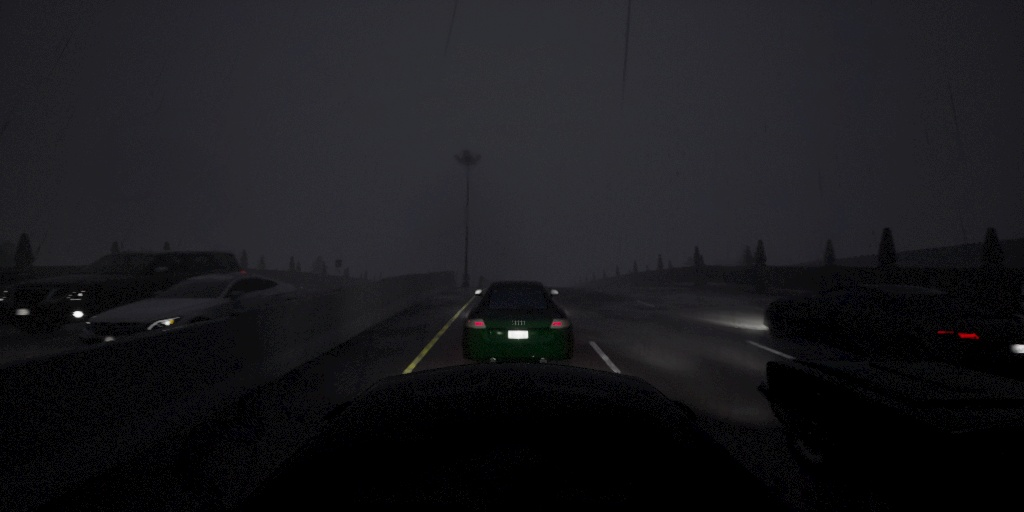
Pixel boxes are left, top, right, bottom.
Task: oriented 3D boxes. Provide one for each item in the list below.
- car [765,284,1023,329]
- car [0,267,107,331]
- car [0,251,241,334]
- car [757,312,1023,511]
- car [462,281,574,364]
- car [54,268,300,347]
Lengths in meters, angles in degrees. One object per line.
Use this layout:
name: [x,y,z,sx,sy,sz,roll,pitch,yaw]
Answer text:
car: [7.100,1.230,7.001,1.994,1.385,4.181,0,1,0]
car: [-14.072,1.139,9.054,2.128,1.511,4.902,0,1,0]
car: [-10.567,0.856,10.519,2.150,2.045,5.566,0,0,0]
car: [3.600,1.349,1.736,1.895,1.301,4.718,0,1,0]
car: [0.101,1.222,7.853,1.994,1.385,4.181,0,1,0]
car: [-7.075,1.175,8.635,1.812,1.442,4.674,0,1,0]
